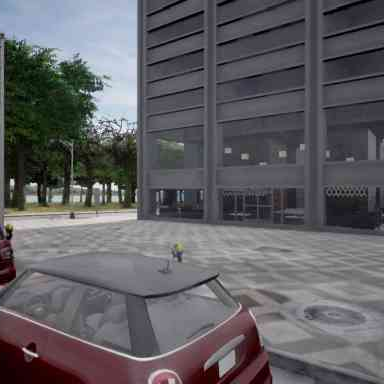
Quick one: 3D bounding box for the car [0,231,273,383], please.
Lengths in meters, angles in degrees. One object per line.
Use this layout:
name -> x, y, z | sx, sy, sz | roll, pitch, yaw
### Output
car -> -1.287, 1.440, 3.879 | 4.097, 1.590, 1.967 | 0, 0, 35

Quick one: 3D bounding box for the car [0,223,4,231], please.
car -> -5.715, 1.315, 7.036 | 5.009, 1.841, 2.192 | 0, 0, 35
